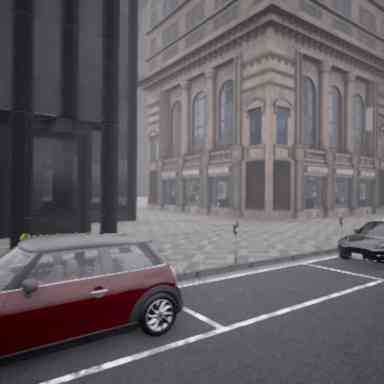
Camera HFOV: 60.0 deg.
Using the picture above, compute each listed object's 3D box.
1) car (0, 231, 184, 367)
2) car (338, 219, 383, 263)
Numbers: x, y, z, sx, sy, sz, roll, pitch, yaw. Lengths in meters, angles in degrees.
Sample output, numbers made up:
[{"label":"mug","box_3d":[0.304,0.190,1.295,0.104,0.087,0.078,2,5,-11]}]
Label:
[{"label":"car","box_3d":[-2.226,1.445,5.057,4.097,1.590,1.967,0,0,-35]},{"label":"car","box_3d":[6.895,1.627,11.561,4.313,1.339,1.947,0,0,-35]}]
